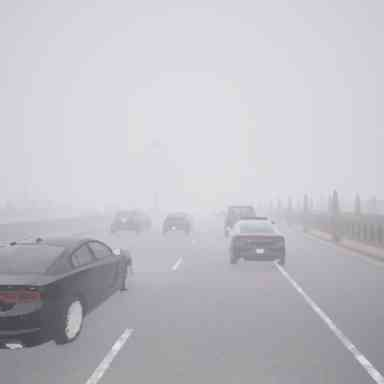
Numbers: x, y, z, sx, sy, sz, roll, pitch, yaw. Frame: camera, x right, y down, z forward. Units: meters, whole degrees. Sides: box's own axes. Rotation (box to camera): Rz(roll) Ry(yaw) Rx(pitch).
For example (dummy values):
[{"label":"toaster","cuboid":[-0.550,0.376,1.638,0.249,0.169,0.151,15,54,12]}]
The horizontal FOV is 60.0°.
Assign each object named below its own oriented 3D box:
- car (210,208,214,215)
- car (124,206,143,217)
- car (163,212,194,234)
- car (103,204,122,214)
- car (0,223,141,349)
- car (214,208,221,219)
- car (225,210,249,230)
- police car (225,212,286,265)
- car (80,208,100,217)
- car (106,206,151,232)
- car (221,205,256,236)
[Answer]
[{"label":"car","cuboid":[4.673,3.672,63.433,1.994,1.385,4.181,0,-2,-5]},{"label":"car","cuboid":[-9.451,3.131,53.962,2.097,1.767,4.553,0,-2,2]},{"label":"car","cuboid":[-0.982,2.280,25.067,1.837,1.490,4.892,0,-2,5]},{"label":"car","cuboid":[-12.877,3.032,54.774,2.150,2.045,5.566,0,-2,1]},{"label":"car","cuboid":[-2.633,1.615,6.690,1.882,1.535,5.008,0,-2,5]},{"label":"car","cuboid":[4.557,3.126,48.830,1.812,1.442,4.674,0,-2,3]},{"label":"car","cuboid":[3.853,2.394,29.133,1.882,1.535,5.008,0,-2,5]},{"label":"police car","cuboid":[2.431,1.792,13.319,1.930,1.638,5.238,0,-2,5]},{"label":"car","cuboid":[-16.428,3.250,53.711,1.882,1.535,5.008,0,-2,2]},{"label":"car","cuboid":[-4.490,2.129,25.120,2.097,1.767,4.553,0,-2,5]},{"label":"car","cuboid":[3.319,1.933,23.200,2.150,2.045,5.566,0,-2,5]}]
